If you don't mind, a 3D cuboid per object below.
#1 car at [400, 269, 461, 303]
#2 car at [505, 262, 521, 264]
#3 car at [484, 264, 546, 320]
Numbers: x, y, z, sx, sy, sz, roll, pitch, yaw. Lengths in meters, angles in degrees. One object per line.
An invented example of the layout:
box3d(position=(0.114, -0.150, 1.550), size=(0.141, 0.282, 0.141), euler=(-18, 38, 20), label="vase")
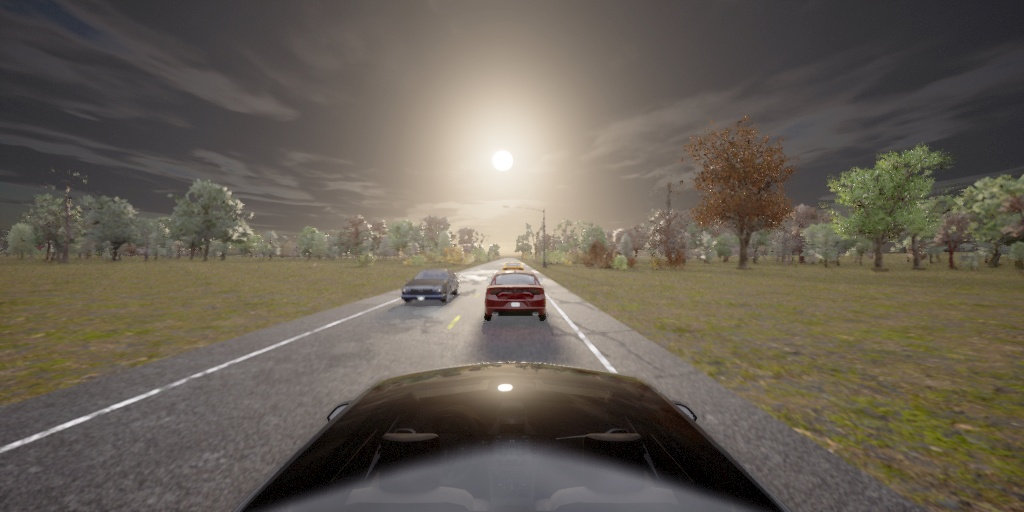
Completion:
box3d(position=(-3.601, 1.299, 16.852), size=(2.033, 1.411, 5.357), euler=(0, 0, 0), label="car")
box3d(position=(0.100, 1.231, 31.071), size=(1.882, 1.535, 5.008), euler=(0, 0, 0), label="car")
box3d(position=(0.100, 1.229, 12.679), size=(1.882, 1.535, 5.008), euler=(0, 0, 0), label="car")
